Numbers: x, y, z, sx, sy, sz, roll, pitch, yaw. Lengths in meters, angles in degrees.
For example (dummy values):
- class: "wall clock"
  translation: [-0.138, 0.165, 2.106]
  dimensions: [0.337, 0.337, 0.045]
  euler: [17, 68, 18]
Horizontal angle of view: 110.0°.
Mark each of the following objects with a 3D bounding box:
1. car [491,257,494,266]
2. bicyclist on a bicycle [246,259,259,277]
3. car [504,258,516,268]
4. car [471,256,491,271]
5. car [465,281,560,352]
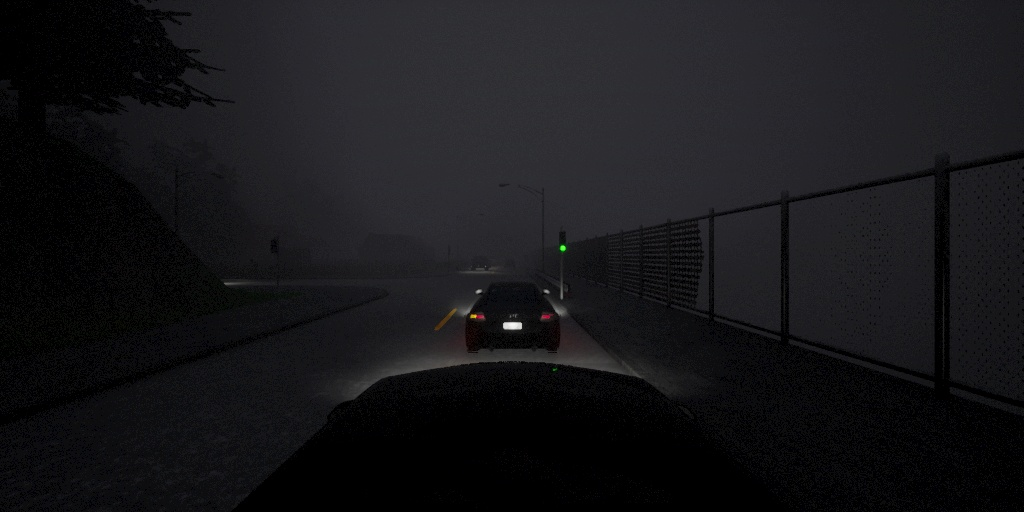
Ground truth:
- class: "car"
  translation: [-4.537, 1.275, 60.495]
  dimensions: [1.812, 1.442, 4.674]
  euler: [0, 0, 0]
- class: "bicyclist on a bicycle"
  translation: [-24.040, 1.099, 33.266]
  dimensions: [0.582, 1.620, 1.656]
  euler: [0, 0, 0]
- class: "car"
  translation: [-0.379, 1.240, 63.211]
  dimensions: [2.128, 1.511, 4.902]
  euler: [0, 0, 0]
- class: "car"
  translation: [-4.478, 0.971, 50.578]
  dimensions: [2.150, 2.045, 5.566]
  euler: [0, 0, 0]
- class: "car"
  translation: [0.017, 1.314, 8.919]
  dimensions: [1.994, 1.385, 4.181]
  euler: [0, 0, 0]
